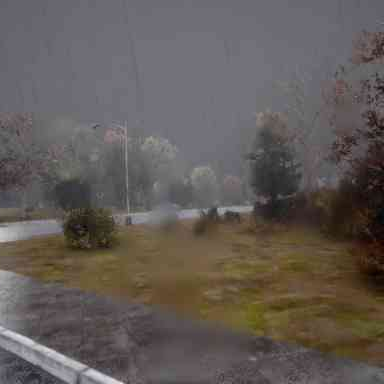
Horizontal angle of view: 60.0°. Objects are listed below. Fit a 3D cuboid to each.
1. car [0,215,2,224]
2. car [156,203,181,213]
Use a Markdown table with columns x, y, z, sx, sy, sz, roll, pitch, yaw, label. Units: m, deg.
| x | y | z | sx | sy | sz | roll | pitch | yaw | label |
| --- | --- | --- | --- | --- | --- | --- | --- | --- | --- |
| -18.934 | 2.442 | 28.379 | 1.837 | 1.490 | 4.892 | -3 | -2 | 35 | car |
| -3.649 | 2.547 | 52.171 | 2.128 | 1.511 | 4.902 | -3 | -2 | 33 | car |
